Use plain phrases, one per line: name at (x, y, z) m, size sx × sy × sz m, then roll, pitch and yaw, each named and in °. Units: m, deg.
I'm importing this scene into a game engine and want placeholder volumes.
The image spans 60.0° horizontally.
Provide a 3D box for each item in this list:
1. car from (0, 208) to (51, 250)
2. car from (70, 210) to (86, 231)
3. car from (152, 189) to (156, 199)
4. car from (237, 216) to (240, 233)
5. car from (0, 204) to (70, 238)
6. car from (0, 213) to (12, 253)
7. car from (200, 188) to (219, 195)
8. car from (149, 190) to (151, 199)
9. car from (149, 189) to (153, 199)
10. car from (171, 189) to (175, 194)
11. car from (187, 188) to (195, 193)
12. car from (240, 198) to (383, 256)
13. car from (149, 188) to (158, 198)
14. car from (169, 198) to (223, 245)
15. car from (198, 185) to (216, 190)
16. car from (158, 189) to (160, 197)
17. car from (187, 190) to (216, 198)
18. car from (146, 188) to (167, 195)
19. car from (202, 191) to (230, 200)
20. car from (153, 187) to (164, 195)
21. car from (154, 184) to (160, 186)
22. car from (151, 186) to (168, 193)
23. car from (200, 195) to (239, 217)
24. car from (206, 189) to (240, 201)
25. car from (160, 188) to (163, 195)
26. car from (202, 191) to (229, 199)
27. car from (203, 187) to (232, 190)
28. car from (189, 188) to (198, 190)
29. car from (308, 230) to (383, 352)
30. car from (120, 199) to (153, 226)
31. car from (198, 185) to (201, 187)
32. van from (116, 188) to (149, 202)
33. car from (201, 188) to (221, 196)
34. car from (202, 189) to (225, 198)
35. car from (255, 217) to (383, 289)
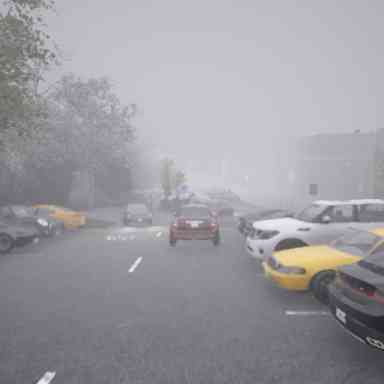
car at (-8.506, 1.511, 13.078) m, size 4.792 × 1.488 × 2.163 m, roll 0°, pitch 0°, yaw 0°
car at (-8.529, 1.482, 18.495) m, size 5.008 × 1.535 × 2.097 m, roll 0°, pitch 0°, yaw 0°
car at (-8.809, 0.659, 53.956) m, size 4.792 × 1.488 × 2.163 m, roll 0°, pitch 1°, yaw 0°
car at (4.539, 1.481, 13.068) m, size 5.008 × 1.535 × 2.097 m, roll 0°, pitch 0°, yaw 0°
car at (-8.566, 1.356, 15.724) m, size 4.553 × 1.767 × 2.185 m, roll 0°, pitch 0°, yaw 0°
car at (-8.534, 1.522, 10.308) m, size 4.674 × 1.452 × 2.002 m, roll 0°, pitch 0°, yaw 0°
car at (4.329, -0.146, 81.866) m, size 4.674 × 1.452 × 2.002 m, roll 0°, pitch 3°, yaw 0°
car at (-8.789, 0.719, 48.259) m, size 4.674 × 1.452 × 2.002 m, roll 0°, pitch 0°, yaw 0°
car at (-8.786, 0.698, 51.044) m, size 4.674 × 1.452 × 2.002 m, roll 0°, pitch 0°, yaw 0°
car at (-3.712, -0.081, 79.018) m, size 2.128 × 1.511 × 4.902 m, roll 0°, pitch 2°, yaw 0°
car at (-0.204, -0.400, 86.092) m, size 1.895 × 1.301 × 4.718 m, roll 0°, pitch 3°, yaw 0°
car at (4.515, 1.230, 10.292) m, size 5.566 × 2.045 × 2.435 m, roll 0°, pitch 0°, yaw 0°
car at (-8.962, 0.588, 56.747) m, size 5.366 × 1.575 × 1.946 m, roll 0°, pitch 1°, yaw 0°
car at (0.109, 1.353, 15.556) m, size 2.097 × 1.767 × 4.553 m, roll 0°, pitch 0°, yaw 0°
car at (4.275, 0.339, 56.792) m, size 5.566 × 2.045 × 2.435 m, roll 0°, pitch 1°, yaw 0°
car at (-8.959, 0.541, 59.543) m, size 5.366 × 1.575 × 1.946 m, roll 0°, pitch 1°, yaw 0°
car at (0.587, 0.810, 39.332) m, size 1.812 × 1.442 × 4.674 m, roll -2°, pitch 2°, yaw -24°
car at (-8.754, -0.179, 81.709) m, size 5.008 × 1.535 × 2.097 m, roll 0°, pitch 3°, yaw 0°
car at (4.313, 0.544, 59.585) m, size 4.892 × 1.521 × 2.231 m, roll 0°, pitch 1°, yaw 0°
car at (-8.759, 0.342, 67.777) m, size 5.008 × 1.535 × 2.097 m, roll 0°, pitch 2°, yaw 0°
car at (-8.774, -0.560, 84.484) m, size 5.566 × 2.045 × 2.435 m, roll 0°, pitch 3°, yaw 0°
car at (-8.770, -0.718, 90.063) m, size 4.553 × 1.767 × 2.185 m, roll 0°, pitch 3°, yaw 0°
car at (1.868, 1.368, 26.861) m, size 1.994 × 1.385 × 4.181 m, roll 3°, pitch 5°, yaw 30°
car at (4.320, 0.727, 45.653) m, size 4.792 × 1.488 × 2.163 m, roll 0°, pitch 0°, yaw 0°
car at (-8.762, 0.420, 64.988) m, size 5.008 × 1.535 × 2.097 m, roll 0°, pitch 1°, yaw 0°
car at (4.339, 0.516, 62.364) m, size 4.792 × 1.488 × 2.163 m, roll 0°, pitch 1°, yaw 0°
car at (4.265, 0.531, 51.222) m, size 4.553 × 1.767 × 2.185 m, roll 0°, pitch 1°, yaw 0°
car at (-0.220, 0.230, 71.906) m, size 1.895 × 1.301 × 4.718 m, roll 0°, pitch 2°, yaw 0°
car at (4.535, 1.482, 4.739) m, size 4.892 × 1.521 × 2.231 m, roll 0°, pitch 0°, yaw 0°
car at (-3.898, 1.481, 23.427) m, size 1.812 × 1.442 × 4.674 m, roll 0°, pitch 1°, yaw -15°
car at (4.297, -0.190, 79.074) m, size 4.553 × 1.767 × 2.185 m, roll 0°, pitch 3°, yaw 0°
van at (-8.663, 0.475, 45.583) m, size 4.442 × 1.987 × 1.878 m, roll 1°, pitch 1°, yaw 0°
car at (4.294, -0.076, 76.297) m, size 4.553 × 1.767 × 2.185 m, roll 0°, pitch 2°, yaw 0°
car at (4.347, 0.211, 67.940) m, size 4.553 × 1.767 × 2.185 m, roll 0°, pitch 2°, yaw 0°
car at (4.357, 1.478, 7.515) m, size 5.366 × 1.575 × 1.946 m, roll 0°, pitch 0°, yaw 0°
